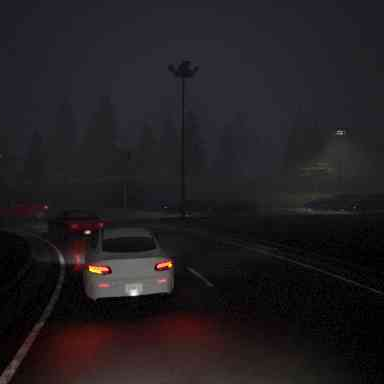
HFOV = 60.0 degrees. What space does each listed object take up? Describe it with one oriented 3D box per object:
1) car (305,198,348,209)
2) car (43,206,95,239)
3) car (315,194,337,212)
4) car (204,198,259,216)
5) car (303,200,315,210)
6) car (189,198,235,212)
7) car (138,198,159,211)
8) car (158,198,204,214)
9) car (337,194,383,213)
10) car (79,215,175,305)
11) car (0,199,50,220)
[{"bbox_3d":[18.805,1.539,46.643,5.357,1.411,2.033,0,0,-14],"label":"car"},{"bbox_3d":[-6.153,1.597,17.385,1.895,1.301,4.718,0,0,-35],"label":"car"},{"bbox_3d":[17.909,1.214,39.225,5.566,2.045,2.150,0,0,-14],"label":"car"},{"bbox_3d":[4.063,1.486,32.280,4.902,1.511,2.128,0,0,-14],"label":"car"},{"bbox_3d":[16.565,1.518,42.484,4.674,1.442,1.812,0,0,-14],"label":"car"},{"bbox_3d":[2.337,1.470,39.064,5.008,1.535,1.882,0,0,-14],"label":"car"},{"bbox_3d":[-4.098,1.470,41.108,5.008,1.535,1.882,0,0,-14],"label":"car"},{"bbox_3d":[-0.726,1.500,34.723,4.892,1.490,1.837,1,0,-14],"label":"car"},{"bbox_3d":[19.105,1.215,35.913,5.566,2.045,2.150,0,0,-14],"label":"car"},{"bbox_3d":[-1.650,1.524,8.089,1.812,1.442,4.674,0,0,-16],"label":"car"},{"bbox_3d":[-14.272,1.346,27.849,4.553,1.767,2.097,0,0,-14],"label":"car"}]
